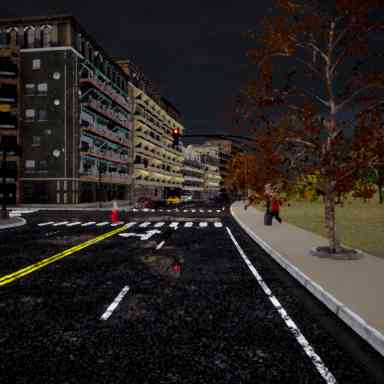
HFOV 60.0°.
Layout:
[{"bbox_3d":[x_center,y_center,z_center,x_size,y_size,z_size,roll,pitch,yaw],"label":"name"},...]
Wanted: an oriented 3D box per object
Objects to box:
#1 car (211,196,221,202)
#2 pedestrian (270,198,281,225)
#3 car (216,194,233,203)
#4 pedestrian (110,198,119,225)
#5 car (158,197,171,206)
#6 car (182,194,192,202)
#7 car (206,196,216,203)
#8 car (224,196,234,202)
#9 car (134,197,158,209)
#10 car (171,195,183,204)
[{"bbox_3d":[6.545,1.816,88.990,1.882,1.535,5.008,0,0,13],"label":"car"},{"bbox_3d":[5.353,1.167,21.489,0.375,1.860,0.375,0,0,3],"label":"pedestrian"},{"bbox_3d":[7.661,1.534,78.300,2.150,2.045,5.566,0,0,11],"label":"car"},{"bbox_3d":[-5.262,1.322,22.656,0.375,1.860,0.375,0,0,3],"label":"pedestrian"},{"bbox_3d":[-5.615,1.782,58.256,1.895,1.301,4.718,0,0,8],"label":"car"},{"bbox_3d":[-1.523,1.450,82.112,2.150,2.045,5.566,0,0,11],"label":"car"},{"bbox_3d":[4.455,1.834,78.842,2.128,1.511,4.902,0,0,11],"label":"car"},{"bbox_3d":[9.814,1.871,88.711,2.128,1.511,4.902,0,0,13],"label":"car"},{"bbox_3d":[-6.895,1.478,48.257,2.097,1.767,4.553,0,0,7],"label":"car"},{"bbox_3d":[-3.869,1.722,69.281,1.882,1.535,5.008,0,0,9],"label":"car"}]
